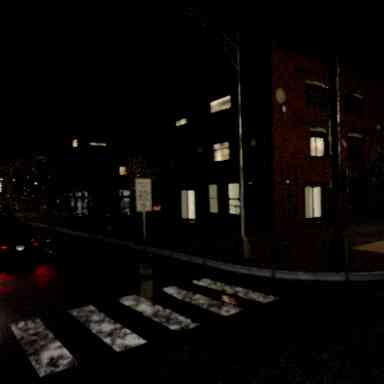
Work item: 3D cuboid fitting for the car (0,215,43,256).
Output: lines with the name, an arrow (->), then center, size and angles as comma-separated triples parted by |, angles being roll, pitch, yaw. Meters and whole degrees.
car -> -7.703, 1.962, 14.176 | 1.812, 1.442, 4.674 | -2, 0, -36

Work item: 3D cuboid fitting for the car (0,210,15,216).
car -> -18.836, 2.502, 33.414 | 2.008, 1.369, 4.403 | -3, 0, -37

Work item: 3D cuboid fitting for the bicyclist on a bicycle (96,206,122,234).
bicyclist on a bicycle -> -4.926, 1.652, 19.735 | 1.656, 1.620, 0.582 | -2, 0, -37
